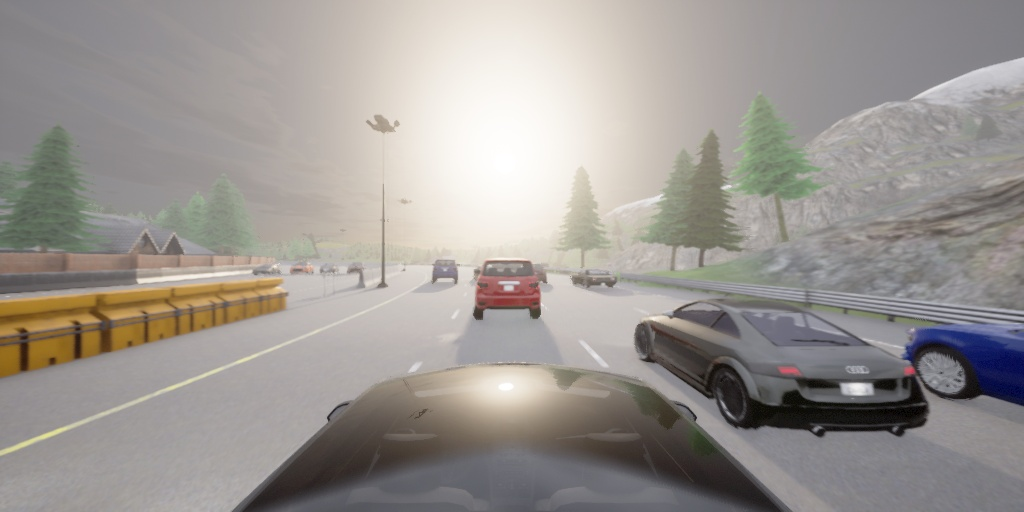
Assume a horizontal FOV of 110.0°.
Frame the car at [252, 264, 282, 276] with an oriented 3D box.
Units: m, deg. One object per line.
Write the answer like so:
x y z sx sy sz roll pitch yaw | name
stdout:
-30.930 1.727 45.447 2.033 1.411 5.357 0 -1 -16 | car

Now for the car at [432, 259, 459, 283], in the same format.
-5.878 1.248 31.612 2.150 2.045 5.566 0 0 -10 | car

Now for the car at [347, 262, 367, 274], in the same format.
-21.053 1.551 48.890 2.097 1.767 4.553 0 -1 -17 | car

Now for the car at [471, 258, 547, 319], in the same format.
-0.260 1.079 13.543 2.150 2.045 5.566 0 0 -4 | car

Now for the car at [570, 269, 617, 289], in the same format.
5.621 1.556 25.390 1.895 1.301 4.718 0 -1 -7 | car

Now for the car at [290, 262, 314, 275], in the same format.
-28.137 1.553 48.135 2.097 1.767 4.553 0 -1 -17 | car

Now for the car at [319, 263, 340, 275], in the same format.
-24.559 1.690 48.369 2.128 1.511 4.902 0 -1 -17 | car

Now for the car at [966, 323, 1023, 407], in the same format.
7.038 1.235 3.500 1.882 1.535 5.008 0 0 0 | car

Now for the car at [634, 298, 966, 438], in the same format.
3.506 1.345 5.682 1.994 1.385 4.181 0 0 -1 | car
